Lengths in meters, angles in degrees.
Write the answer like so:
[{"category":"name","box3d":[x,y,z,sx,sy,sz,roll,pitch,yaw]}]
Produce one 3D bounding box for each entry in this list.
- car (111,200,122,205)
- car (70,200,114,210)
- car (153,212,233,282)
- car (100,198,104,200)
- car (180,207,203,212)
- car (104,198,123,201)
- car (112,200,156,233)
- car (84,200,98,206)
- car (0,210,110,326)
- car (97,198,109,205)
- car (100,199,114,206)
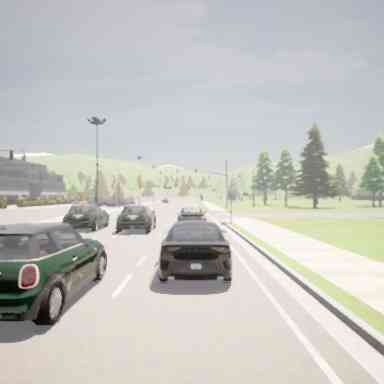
[{"category":"car","box3d":[-19.819,2.677,87.490,1.895,1.301,4.718,0,-1,0]},{"category":"car","box3d":[-7.068,1.635,22.708,2.097,1.767,4.553,0,-1,-1]},{"category":"car","box3d":[0.087,1.605,10.178,1.882,1.535,5.008,0,-1,0]},{"category":"car","box3d":[-19.811,2.403,68.730,1.994,1.385,4.181,0,-1,0]},{"category":"car","box3d":[-0.043,1.768,22.224,2.128,1.511,4.902,0,-1,-1]},{"category":"car","box3d":[-16.311,2.356,69.146,1.837,1.490,4.892,0,-1,0]},{"category":"car","box3d":[-3.548,1.624,21.833,2.097,1.767,4.553,0,-1,-1]},{"category":"car","box3d":[-23.315,2.508,77.216,1.994,1.385,4.181,0,-1,0]},{"category":"car","box3d":[-3.408,1.445,7.404,2.097,1.767,4.553,0,-1,0]},{"category":"car","box3d":[-23.319,2.436,87.378,2.097,1.767,4.553,0,-1,0]},{"category":"car","box3d":[-19.815,2.437,77.484,1.882,1.535,5.008,0,-1,0]}]
